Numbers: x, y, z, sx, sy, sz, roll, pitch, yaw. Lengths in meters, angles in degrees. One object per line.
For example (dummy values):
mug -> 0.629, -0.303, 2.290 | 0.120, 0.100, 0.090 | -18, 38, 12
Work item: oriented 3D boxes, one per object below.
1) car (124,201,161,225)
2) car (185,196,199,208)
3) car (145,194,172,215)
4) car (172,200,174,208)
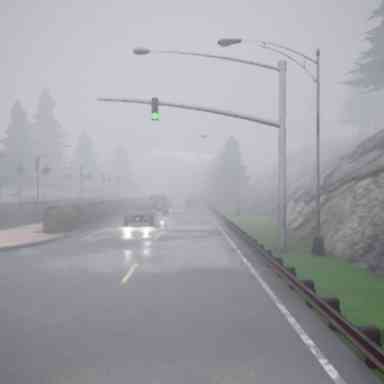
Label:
car -> -3.598, 1.580, 23.820 | 1.994, 1.385, 4.181 | 0, 0, -1
car -> 0.007, 1.385, 49.867 | 2.097, 1.767, 4.553 | 0, 0, 0
car -> -3.584, 1.245, 34.467 | 2.150, 2.045, 5.566 | 0, 0, 0
car -> -3.566, 1.536, 46.615 | 1.837, 1.490, 4.892 | 0, 0, 0
